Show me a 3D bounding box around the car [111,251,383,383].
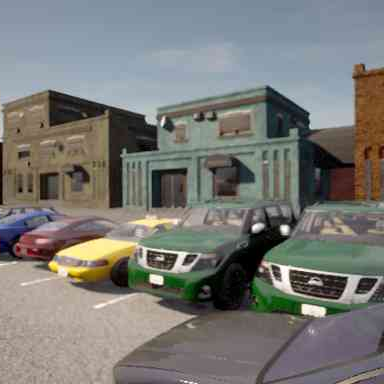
[{"bbox_3d":[1.822,1.549,2.079,5.357,1.411,2.033,0,0,36],"label":"car"}]

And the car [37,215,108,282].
[{"bbox_3d":[-1.365,1.476,9.709,1.946,1.575,5.366,0,0,36],"label":"car"}]

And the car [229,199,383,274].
[{"bbox_3d":[3.209,1.225,6.633,2.435,2.045,5.566,0,0,36],"label":"car"}]

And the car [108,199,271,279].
[{"bbox_3d":[0.966,1.225,8.237,2.435,2.045,5.566,0,0,36],"label":"car"}]

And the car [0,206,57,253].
[{"bbox_3d":[-5.744,1.506,13.061,2.097,1.535,5.008,0,0,36],"label":"car"}]

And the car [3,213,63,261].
[{"bbox_3d":[-3.502,1.532,11.461,2.002,1.452,4.674,0,0,36],"label":"car"}]

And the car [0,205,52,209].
[{"bbox_3d":[-7.967,1.400,14.695,2.185,1.767,4.553,0,0,36],"label":"car"}]
